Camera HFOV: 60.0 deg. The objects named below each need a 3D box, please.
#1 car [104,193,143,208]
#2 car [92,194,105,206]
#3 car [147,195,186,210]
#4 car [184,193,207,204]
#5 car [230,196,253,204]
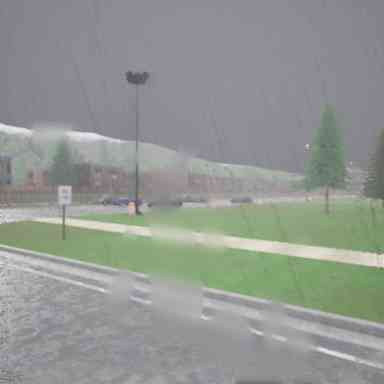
[{"bbox_3d":[-8.714,1.207,44.110,1.882,1.535,5.008,1,0,35],"label":"car"},{"bbox_3d":[-11.559,1.052,46.141,2.097,1.767,4.553,1,0,35],"label":"car"},{"bbox_3d":[-3.221,1.388,39.761,1.895,1.301,4.718,1,0,35],"label":"car"},{"bbox_3d":[0.914,1.292,57.867,1.994,1.385,4.181,1,0,35],"label":"car"},{"bbox_3d":[8.454,1.333,56.410,2.033,1.411,5.357,1,0,35],"label":"car"}]
